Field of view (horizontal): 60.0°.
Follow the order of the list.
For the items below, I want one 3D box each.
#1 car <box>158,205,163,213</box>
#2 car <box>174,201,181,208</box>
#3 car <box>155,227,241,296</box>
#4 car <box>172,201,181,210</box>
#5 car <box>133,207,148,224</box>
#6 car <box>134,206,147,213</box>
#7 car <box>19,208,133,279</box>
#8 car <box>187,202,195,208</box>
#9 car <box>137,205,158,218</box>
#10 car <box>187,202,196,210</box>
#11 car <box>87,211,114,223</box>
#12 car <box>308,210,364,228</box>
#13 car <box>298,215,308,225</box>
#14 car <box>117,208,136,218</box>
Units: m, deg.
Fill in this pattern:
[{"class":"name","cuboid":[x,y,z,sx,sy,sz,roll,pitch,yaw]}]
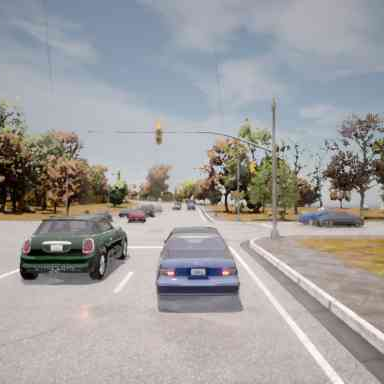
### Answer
[{"class":"car","cuboid":[-7.142,3.507,68.515,2.128,1.511,4.902,0,0,0]},{"class":"car","cuboid":[-3.774,3.261,87.923,1.837,1.490,4.892,0,0,-4]},{"class":"car","cuboid":[0.074,1.647,8.955,2.033,1.411,5.357,0,-1,-1]},{"class":"car","cuboid":[-3.660,3.550,77.891,1.895,1.301,4.718,0,0,0]},{"class":"car","cuboid":[-6.320,2.734,37.552,1.882,1.535,5.008,0,-3,-11]},{"class":"car","cuboid":[-10.641,3.592,68.584,1.895,1.301,4.718,0,0,0]},{"class":"car","cuboid":[-3.437,1.488,10.572,2.097,1.767,4.553,0,-1,0]},{"class":"car","cuboid":[-0.276,3.318,88.016,1.994,1.385,4.181,0,0,-4]},{"class":"car","cuboid":[-7.221,3.043,53.143,2.150,2.045,5.566,0,-1,-1]},{"class":"car","cuboid":[-0.160,3.478,77.833,1.812,1.442,4.674,0,0,0]},{"class":"car","cuboid":[-10.678,2.891,39.053,1.994,1.385,4.181,0,-3,0]},{"class":"car","cuboid":[13.013,2.455,29.691,4.181,1.385,1.994,0,-3,-2]},{"class":"car","cuboid":[13.180,2.530,33.185,5.008,1.535,1.882,0,-3,-1]},{"class":"car","cuboid":[-10.699,3.406,54.716,2.033,1.411,5.357,0,-1,0]}]
